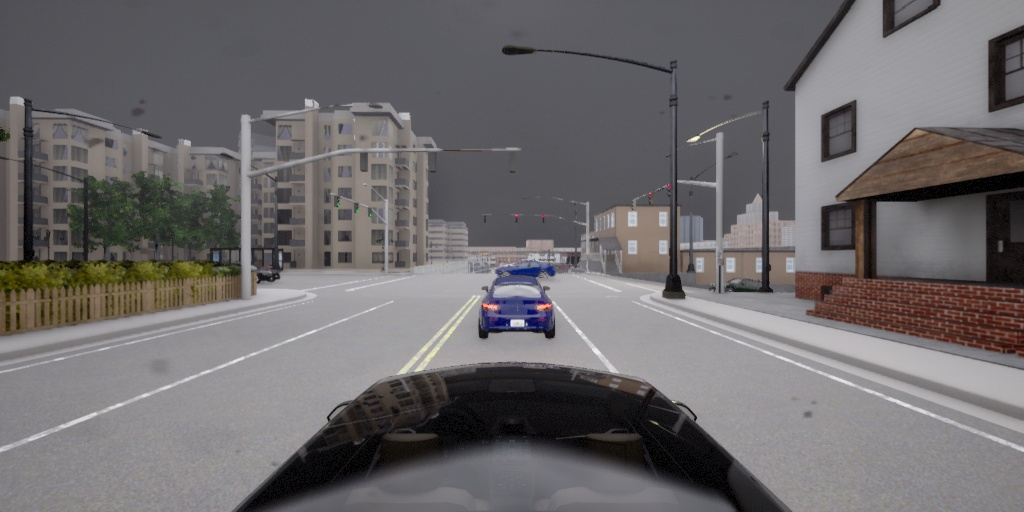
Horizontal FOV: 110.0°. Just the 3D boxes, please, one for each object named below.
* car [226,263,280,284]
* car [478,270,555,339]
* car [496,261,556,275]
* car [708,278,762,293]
[{"bbox_3d":[-19.815,1.249,26.487,4.892,1.490,1.837,0,0,1],"label":"car"},{"bbox_3d":[0.110,1.274,9.991,1.812,1.442,4.674,0,0,0],"label":"car"},{"bbox_3d":[1.137,1.158,29.860,5.008,1.535,1.882,0,0,1],"label":"car"},{"bbox_3d":[18.882,2.596,29.649,4.553,1.767,2.097,8,0,0],"label":"car"}]
